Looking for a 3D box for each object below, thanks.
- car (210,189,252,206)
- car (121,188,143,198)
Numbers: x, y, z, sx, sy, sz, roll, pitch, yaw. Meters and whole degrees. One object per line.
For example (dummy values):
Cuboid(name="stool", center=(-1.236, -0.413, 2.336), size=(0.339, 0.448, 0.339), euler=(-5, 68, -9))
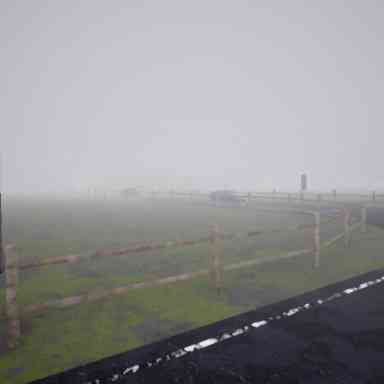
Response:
Cuboid(name="car", center=(3.795, 0.501, 32.690), size=(2.128, 1.511, 4.902), euler=(-1, 2, -35))
Cuboid(name="car", center=(-9.253, 0.082, 51.031), size=(1.882, 1.535, 5.008), euler=(-1, 2, -35))
